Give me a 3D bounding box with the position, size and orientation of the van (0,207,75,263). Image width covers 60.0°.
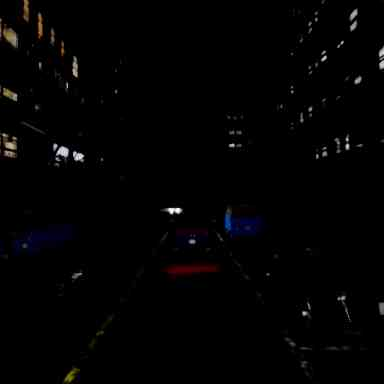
[{"bbox_3d":[-5.683,1.468,12.240,1.690,1.788,3.998,0,-1,0],"label":"van"}]

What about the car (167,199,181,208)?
[{"bbox_3d":[-3.016,2.142,59.562,2.128,1.511,4.902,0,-1,0],"label":"car"}]

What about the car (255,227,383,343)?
[{"bbox_3d":[2.696,1.635,6.575,1.947,1.339,4.313,0,-1,0],"label":"car"}]

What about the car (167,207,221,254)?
[{"bbox_3d":[0.030,1.626,14.259,1.882,1.535,5.008,0,0,0],"label":"car"}]

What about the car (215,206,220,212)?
[{"bbox_3d":[2.697,1.813,23.561,1.947,1.339,4.313,0,-1,0],"label":"car"}]

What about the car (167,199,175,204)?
[{"bbox_3d":[-5.684,2.582,89.930,1.947,1.339,4.313,0,-1,0],"label":"car"}]

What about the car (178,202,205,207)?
[{"bbox_3d":[0.026,1.865,28.514,1.994,1.385,4.181,0,-1,0],"label":"car"}]

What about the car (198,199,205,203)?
[{"bbox_3d":[2.697,2.632,95.560,1.887,1.381,4.507,0,-1,0],"label":"car"}]

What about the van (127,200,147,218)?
[{"bbox_3d":[-5.683,1.711,34.886,1.690,1.788,3.998,0,-1,0],"label":"van"}]

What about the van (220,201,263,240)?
[{"bbox_3d":[2.698,1.528,17.902,1.690,1.788,3.998,0,-1,0],"label":"van"}]

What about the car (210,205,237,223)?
[{"bbox_3d":[2.696,1.874,29.224,1.947,1.339,4.313,0,-1,0],"label":"car"}]

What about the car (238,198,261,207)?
[{"bbox_3d":[13.470,2.463,77.608,5.009,1.841,2.192,1,-2,-1],"label":"car"}]
